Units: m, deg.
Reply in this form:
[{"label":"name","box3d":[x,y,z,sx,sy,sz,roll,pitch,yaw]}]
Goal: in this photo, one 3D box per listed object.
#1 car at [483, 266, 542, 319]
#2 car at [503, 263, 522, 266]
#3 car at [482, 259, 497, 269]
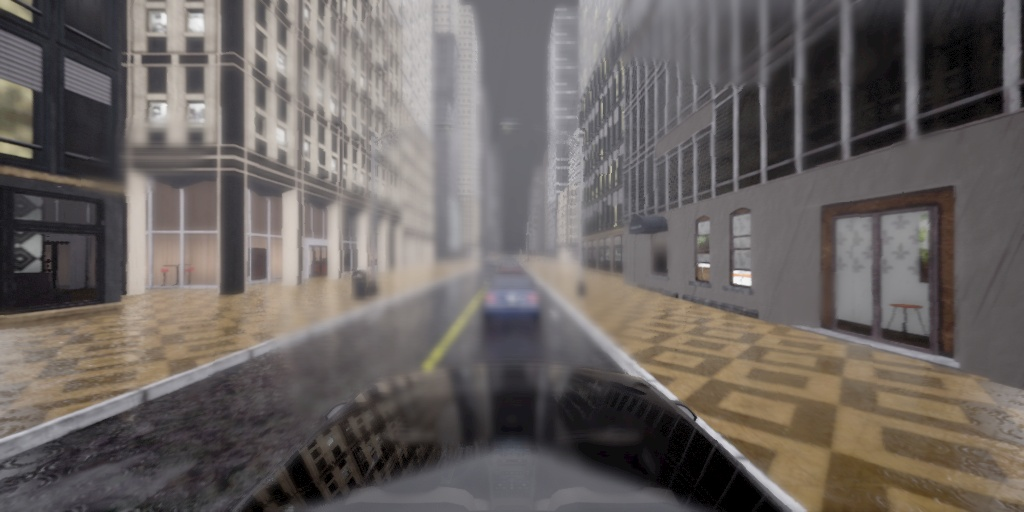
[{"label":"car","box3d":[0.025,1.255,12.578,2.033,1.411,5.357,0,0,1]},{"label":"car","box3d":[0.036,1.243,29.131,1.895,1.301,4.718,0,0,0]},{"label":"car","box3d":[-3.108,1.101,50.845,2.033,1.411,5.357,0,0,0]}]
